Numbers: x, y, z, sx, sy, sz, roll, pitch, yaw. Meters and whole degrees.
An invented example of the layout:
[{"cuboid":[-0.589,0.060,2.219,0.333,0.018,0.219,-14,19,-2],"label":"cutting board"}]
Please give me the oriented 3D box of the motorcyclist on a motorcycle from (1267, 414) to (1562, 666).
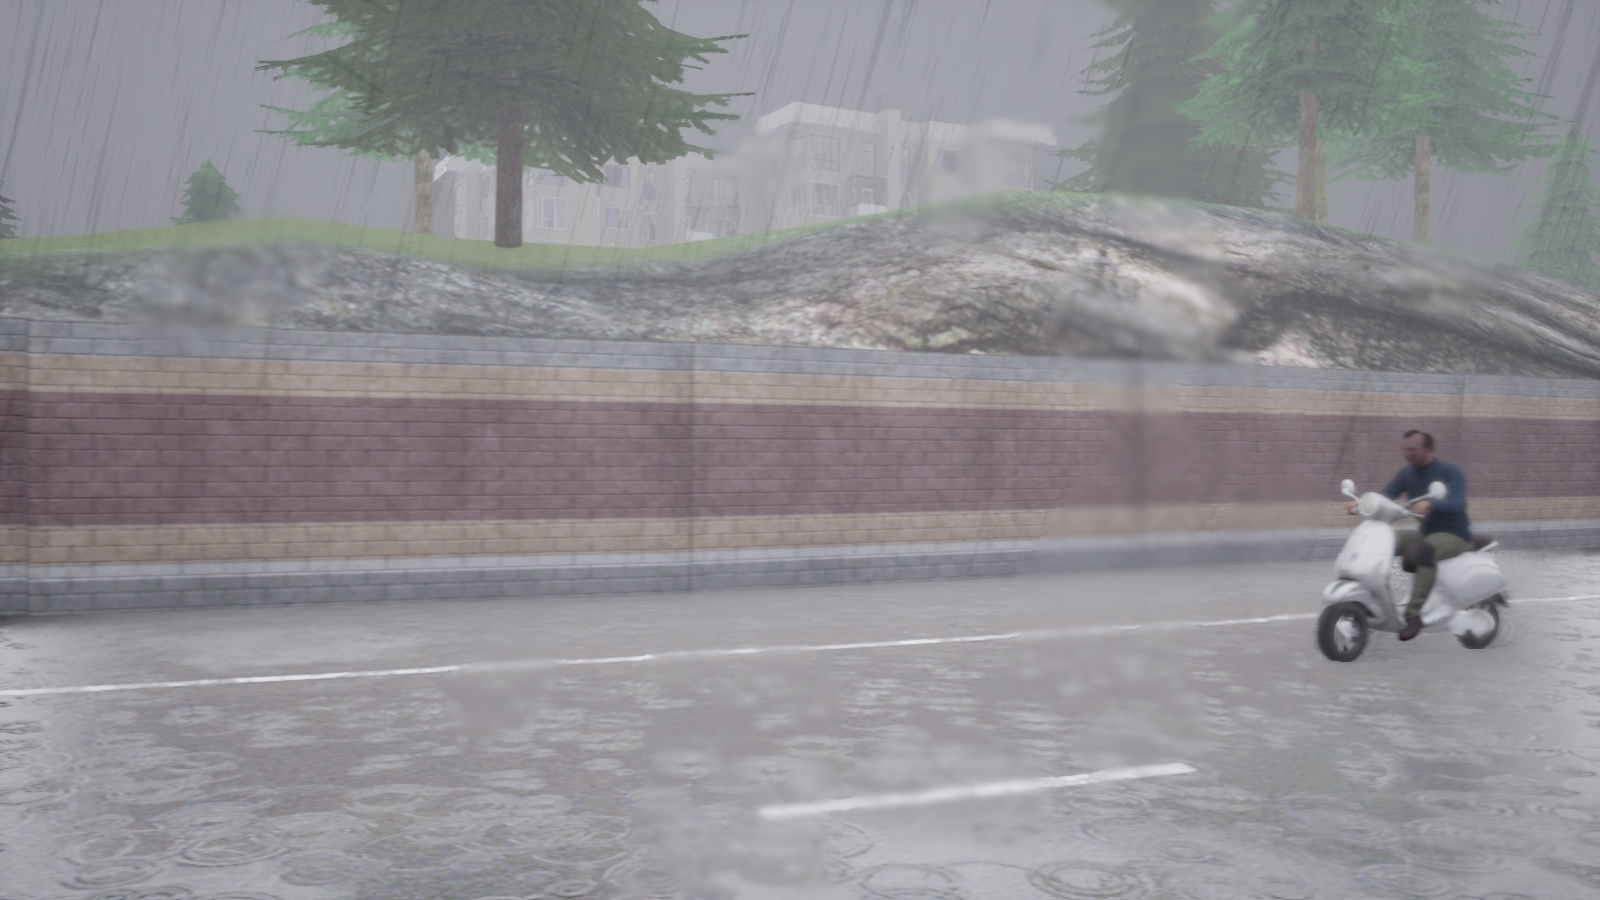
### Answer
[{"cuboid":[4.291,0.565,8.774,1.817,1.590,0.866,-1,1,-24],"label":"motorcyclist on a motorcycle"}]
